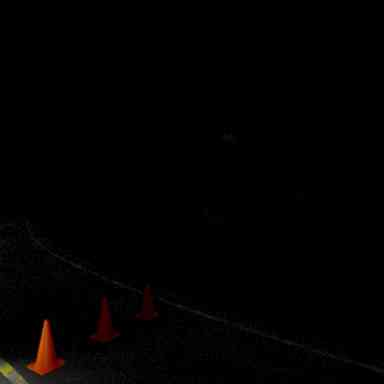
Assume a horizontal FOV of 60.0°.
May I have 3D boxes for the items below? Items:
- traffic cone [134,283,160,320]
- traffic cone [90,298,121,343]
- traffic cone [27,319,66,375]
[{"bbox_3d":[-0.799,1.921,5.956,0.340,0.580,0.340,1,1,32],"label":"traffic cone"},{"bbox_3d":[-1.333,1.929,5.115,0.340,0.580,0.340,1,1,32],"label":"traffic cone"},{"bbox_3d":[-1.867,1.936,4.274,0.340,0.580,0.340,1,1,32],"label":"traffic cone"}]
